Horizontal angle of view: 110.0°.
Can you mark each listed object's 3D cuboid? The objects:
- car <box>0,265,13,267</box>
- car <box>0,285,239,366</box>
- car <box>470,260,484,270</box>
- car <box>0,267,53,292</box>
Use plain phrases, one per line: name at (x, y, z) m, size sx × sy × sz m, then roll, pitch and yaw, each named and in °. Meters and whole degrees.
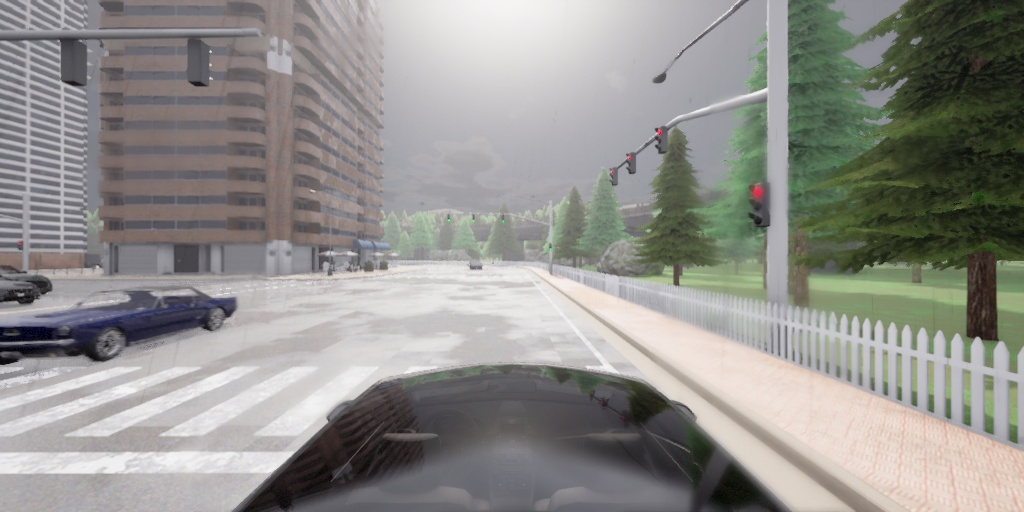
car at (-26.690, 1.202, 18.314) m, size 4.553 × 1.767 × 2.097 m, roll 0°, pitch 0°, yaw 0°
car at (-8.743, 1.388, 8.273) m, size 1.895 × 1.301 × 4.718 m, roll 0°, pitch 0°, yaw -7°
car at (-5.348, 1.416, 54.602) m, size 1.882 × 1.535 × 5.008 m, roll 0°, pitch 1°, yaw -5°
car at (-22.538, 1.345, 14.762) m, size 4.892 × 1.490 × 1.837 m, roll 0°, pitch 0°, yaw 2°
